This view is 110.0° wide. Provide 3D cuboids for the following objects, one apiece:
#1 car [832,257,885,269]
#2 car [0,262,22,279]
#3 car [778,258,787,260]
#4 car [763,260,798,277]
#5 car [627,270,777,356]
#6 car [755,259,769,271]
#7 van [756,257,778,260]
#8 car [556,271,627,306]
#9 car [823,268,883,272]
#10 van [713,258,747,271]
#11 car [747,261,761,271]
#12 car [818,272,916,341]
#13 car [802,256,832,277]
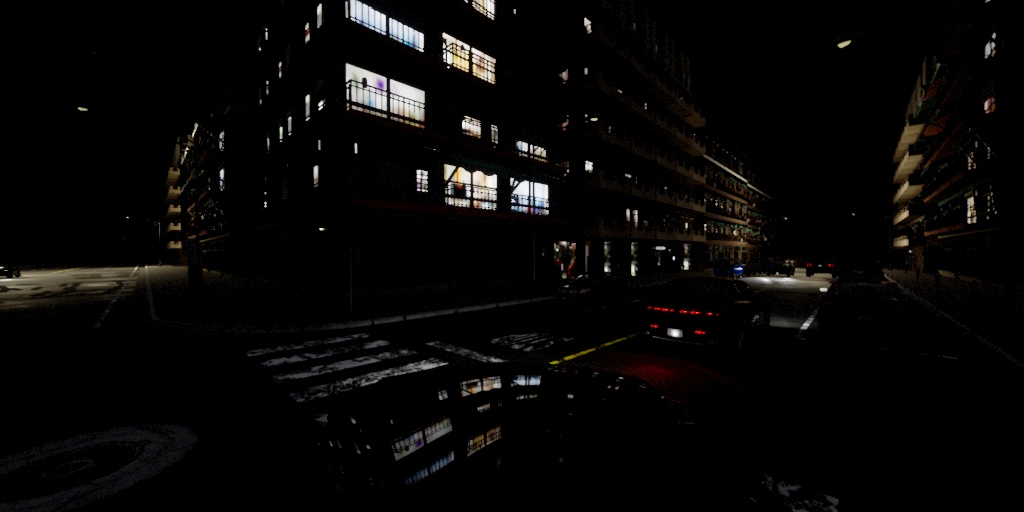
[{"bbox_3d":[21.225,1.081,21.848,2.192,1.841,5.009,0,0,44],"label":"car"},{"bbox_3d":[-45.531,1.265,31.816,4.674,1.442,1.812,0,1,44],"label":"car"},{"bbox_3d":[34.863,1.094,48.081,2.192,1.841,5.009,0,0,44],"label":"car"},{"bbox_3d":[27.126,1.372,36.164,1.895,1.301,4.718,0,0,44],"label":"car"},{"bbox_3d":[4.874,1.257,8.762,1.837,1.490,4.892,0,0,44],"label":"car"},{"bbox_3d":[27.029,1.352,39.898,1.802,1.307,4.207,0,0,44],"label":"car"},{"bbox_3d":[30.952,1.115,43.985,1.690,1.789,3.998,0,0,44],"label":"van"},{"bbox_3d":[3.662,1.332,15.659,1.802,1.307,4.207,0,0,44],"label":"car"},{"bbox_3d":[13.363,1.326,13.694,1.948,1.339,4.313,0,0,44],"label":"car"},{"bbox_3d":[19.169,1.103,31.741,1.690,1.789,3.998,0,0,44],"label":"van"},{"bbox_3d":[23.100,1.348,35.819,1.802,1.307,4.207,0,0,44],"label":"car"},{"bbox_3d":[9.670,1.303,9.863,1.888,1.381,4.507,0,0,44],"label":"car"},{"bbox_3d":[30.255,0.996,34.939,2.150,2.045,5.566,0,0,45],"label":"car"}]
